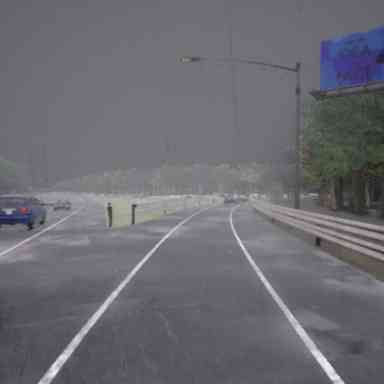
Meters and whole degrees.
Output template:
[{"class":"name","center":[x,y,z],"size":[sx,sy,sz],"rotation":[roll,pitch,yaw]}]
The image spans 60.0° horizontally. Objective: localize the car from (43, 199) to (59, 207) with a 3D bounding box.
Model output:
[{"class":"car","center":[-23.809,1.799,56.319],"size":[1.895,1.301,4.718],"rotation":[0,0,-17]}]

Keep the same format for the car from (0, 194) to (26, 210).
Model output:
[{"class":"car","center":[-24.189,1.324,44.993],"size":[2.150,2.045,5.566],"rotation":[1,-1,-16]}]

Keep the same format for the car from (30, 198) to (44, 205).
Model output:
[{"class":"car","center":[-30.055,1.793,64.578],"size":[1.994,1.385,4.181],"rotation":[0,-1,-17]}]

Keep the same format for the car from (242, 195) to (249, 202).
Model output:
[{"class":"car","center":[10.379,1.378,68.889],"size":[1.812,1.442,4.674],"rotation":[1,1,22]}]

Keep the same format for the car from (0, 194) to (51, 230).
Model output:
[{"class":"car","center":[-10.834,1.245,21.174],"size":[2.150,2.045,5.566],"rotation":[0,0,-14]}]

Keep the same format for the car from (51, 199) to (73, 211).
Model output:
[{"class":"car","center":[-16.298,1.676,42.229],"size":[2.033,1.411,5.357],"rotation":[0,0,-15]}]

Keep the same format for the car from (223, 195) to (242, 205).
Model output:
[{"class":"car","center":[6.919,1.282,58.494],"size":[2.097,1.767,4.553],"rotation":[1,0,17]}]
